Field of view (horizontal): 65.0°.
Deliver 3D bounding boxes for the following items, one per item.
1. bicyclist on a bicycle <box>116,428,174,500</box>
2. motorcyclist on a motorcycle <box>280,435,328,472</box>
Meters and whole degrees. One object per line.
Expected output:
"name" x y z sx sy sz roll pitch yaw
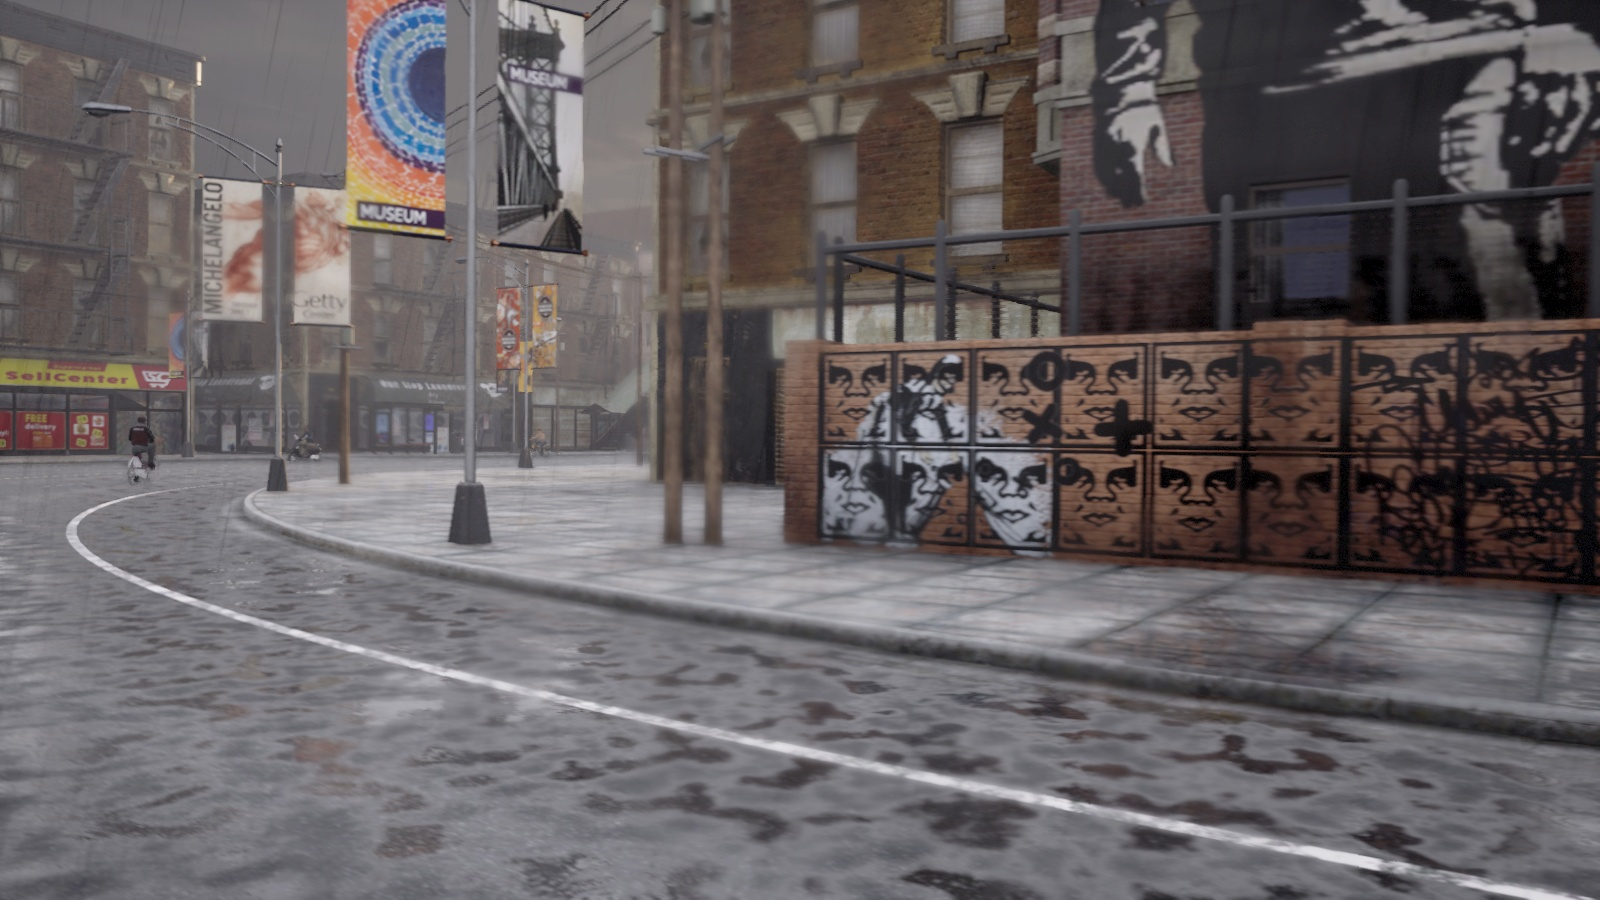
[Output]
"bicyclist on a bicycle" -16.724 0.326 32.118 0.659 1.776 1.843 0 1 -6
"motorcyclist on a motorcycle" -21.855 0.149 55.318 0.866 1.590 1.817 0 1 30
